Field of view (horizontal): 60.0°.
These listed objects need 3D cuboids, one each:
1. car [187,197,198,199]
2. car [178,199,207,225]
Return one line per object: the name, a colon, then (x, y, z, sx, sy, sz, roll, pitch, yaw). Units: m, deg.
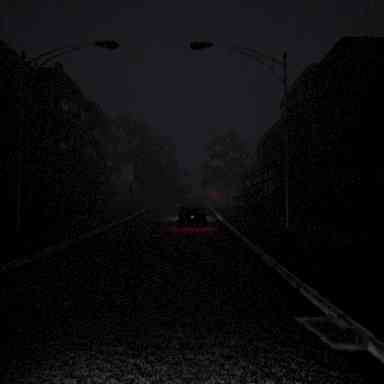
car: (0.015, 1.289, 39.306, 2.033, 1.411, 5.357, 0, 1, 0)
car: (0.039, 1.485, 24.015, 1.882, 1.535, 5.008, 0, -1, 0)
